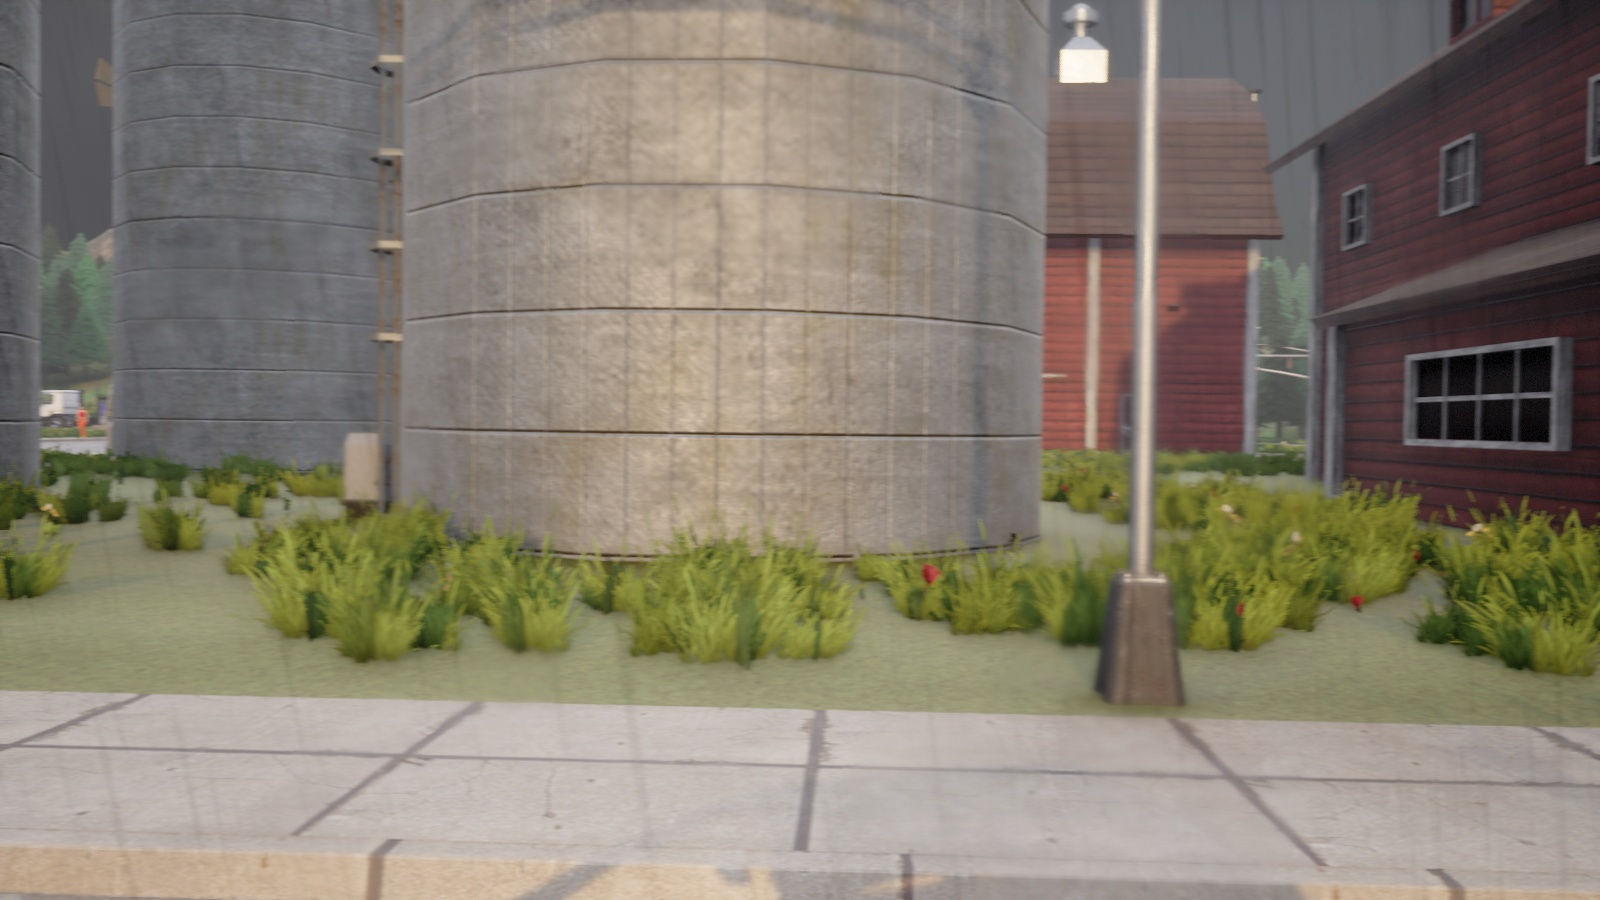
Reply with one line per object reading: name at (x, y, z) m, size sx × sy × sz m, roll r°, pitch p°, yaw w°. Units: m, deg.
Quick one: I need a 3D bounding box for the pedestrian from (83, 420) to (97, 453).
pedestrian at (-39.180, -0.753, 69.312) m, size 0.345 × 1.836 × 0.594 m, roll 0°, pitch 1°, yaw 2°
